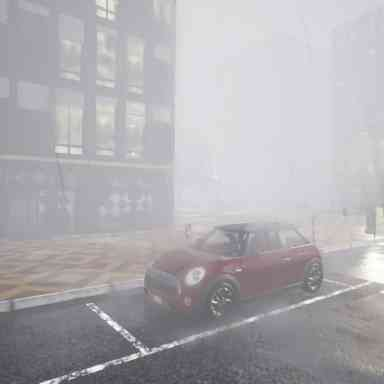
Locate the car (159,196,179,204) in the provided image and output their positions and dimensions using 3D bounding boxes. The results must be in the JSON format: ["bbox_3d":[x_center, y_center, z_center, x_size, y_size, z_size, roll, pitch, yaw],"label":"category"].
[{"bbox_3d":[-5.205,1.724,74.652,2.192,1.841,5.009,1,-1,-35],"label":"car"}]

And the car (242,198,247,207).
[{"bbox_3d":[7.921,1.726,56.152,1.967,1.590,4.097,1,-1,-35],"label":"car"}]

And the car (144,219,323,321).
[{"bbox_3d":[0.990,1.442,7.261,4.097,1.590,1.967,0,1,-36],"label":"car"}]

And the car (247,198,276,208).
[{"bbox_3d":[11.202,1.800,51.527,1.887,1.381,4.507,1,-1,-35],"label":"car"}]

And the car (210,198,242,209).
[{"bbox_3d":[4.365,1.678,46.682,2.008,1.369,4.403,1,-1,-35],"label":"car"}]

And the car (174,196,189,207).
[{"bbox_3d":[-2.199,1.733,55.931,1.887,1.381,4.507,1,-1,-35],"label":"car"}]

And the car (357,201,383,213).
[{"bbox_3d":[21.047,1.730,37.653,1.947,1.339,4.313,1,-1,-35],"label":"car"}]

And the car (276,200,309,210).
[{"bbox_3d":[14.483,1.806,46.901,1.802,1.307,4.206,1,-1,-35],"label":"car"}]
